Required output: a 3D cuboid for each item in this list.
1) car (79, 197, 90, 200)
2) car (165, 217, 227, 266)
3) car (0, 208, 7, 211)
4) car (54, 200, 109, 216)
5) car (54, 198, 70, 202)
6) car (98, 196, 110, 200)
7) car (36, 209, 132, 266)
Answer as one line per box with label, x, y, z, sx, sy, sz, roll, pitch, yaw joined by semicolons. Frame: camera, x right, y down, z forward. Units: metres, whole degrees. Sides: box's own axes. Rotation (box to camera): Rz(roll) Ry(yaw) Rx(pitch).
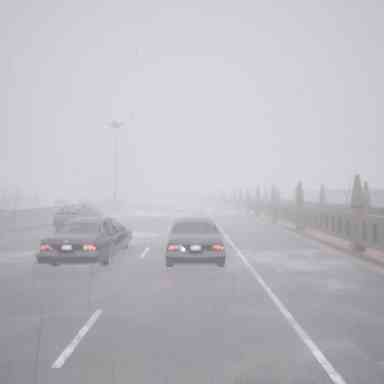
car;-20.112;1.599;62.076;1.994;1.385;4.181;0;0;-12
car;0.101;1.556;11.488;2.033;1.411;5.357;0;0;0
car;-14.100;1.580;22.356;1.994;1.385;4.181;0;0;0
car;-6.903;1.506;20.665;2.128;1.511;4.902;0;0;0
car;-22.807;1.641;58.284;1.895;1.301;4.718;0;0;-11
car;-17.093;1.550;64.497;2.128;1.511;4.902;0;0;-13
car;-3.403;1.556;11.538;2.033;1.411;5.357;0;0;0
